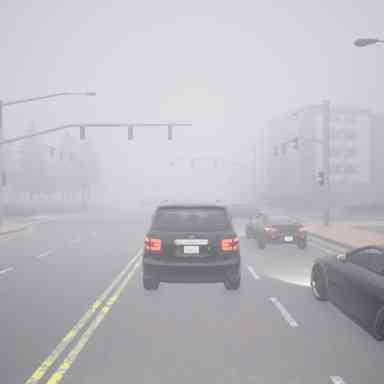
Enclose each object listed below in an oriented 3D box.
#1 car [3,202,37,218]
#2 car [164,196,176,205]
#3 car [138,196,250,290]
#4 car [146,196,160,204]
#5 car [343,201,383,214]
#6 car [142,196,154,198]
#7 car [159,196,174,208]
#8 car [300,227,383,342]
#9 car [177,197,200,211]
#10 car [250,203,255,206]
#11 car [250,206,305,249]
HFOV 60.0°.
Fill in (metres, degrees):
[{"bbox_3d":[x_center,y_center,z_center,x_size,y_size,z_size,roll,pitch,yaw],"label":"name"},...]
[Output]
[{"bbox_3d":[-16.084,1.564,29.522,4.181,1.385,1.994,0,0,-4],"label":"car"},{"bbox_3d":[-3.881,1.477,59.883,1.882,1.535,5.008,0,0,0],"label":"car"},{"bbox_3d":[0.002,1.221,9.199,2.150,2.045,5.566,0,0,0],"label":"car"},{"bbox_3d":[-7.382,1.491,63.314,2.128,1.511,4.902,0,0,0],"label":"car"},{"bbox_3d":[18.066,1.601,34.068,4.718,1.301,1.895,0,0,-2],"label":"car"},{"bbox_3d":[-7.348,1.477,53.045,1.882,1.535,5.008,0,0,-1],"label":"car"},{"bbox_3d":[-3.845,1.477,50.467,1.882,1.535,5.008,0,0,0],"label":"car"},{"bbox_3d":[3.572,1.564,5.646,1.994,1.385,4.181,0,0,0],"label":"car"},{"bbox_3d":[-0.366,1.477,41.860,1.882,1.535,5.008,1,0,11],"label":"car"},{"bbox_3d":[4.275,1.525,26.258,4.674,1.442,1.812,0,0,-2],"label":"car"},{"bbox_3d":[3.507,1.526,14.366,1.812,1.442,4.674,0,0,0],"label":"car"}]
